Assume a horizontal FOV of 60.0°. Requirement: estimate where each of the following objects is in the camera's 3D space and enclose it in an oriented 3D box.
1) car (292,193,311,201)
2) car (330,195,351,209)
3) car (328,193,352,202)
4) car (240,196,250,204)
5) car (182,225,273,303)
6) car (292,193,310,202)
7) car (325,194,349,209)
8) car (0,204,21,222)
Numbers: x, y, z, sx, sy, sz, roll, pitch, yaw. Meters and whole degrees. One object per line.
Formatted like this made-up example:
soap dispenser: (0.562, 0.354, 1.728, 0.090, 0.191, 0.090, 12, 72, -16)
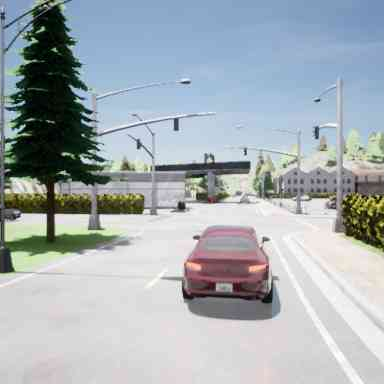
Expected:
car: (25.962, 1.205, 79.021, 3.866, 1.878, 1.905, 0, 0, 9)
car: (19.047, 1.404, 38.890, 4.514, 1.523, 2.007, 0, 0, 9)
car: (33.215, 1.220, 74.536, 4.605, 1.855, 1.932, 0, 0, 9)
car: (10.787, 1.634, 68.028, 1.812, 1.442, 4.674, 0, 0, 10)
car: (0.931, 1.539, 8.192, 1.812, 1.442, 4.674, 0, 0, 9)
car: (24.835, 1.484, 75.833, 3.806, 1.475, 1.970, 0, 0, 9)
car: (19.490, 1.400, 41.996, 5.027, 1.636, 2.152, 0, 0, 9)
car: (-15.952, 1.530, 26.163, 4.902, 1.511, 2.128, 0, 0, 9)
